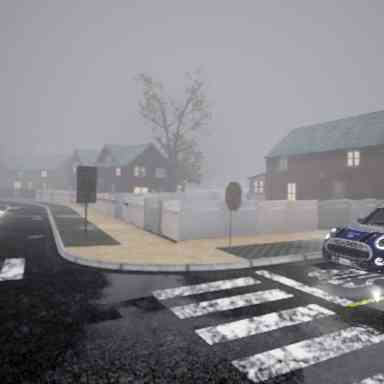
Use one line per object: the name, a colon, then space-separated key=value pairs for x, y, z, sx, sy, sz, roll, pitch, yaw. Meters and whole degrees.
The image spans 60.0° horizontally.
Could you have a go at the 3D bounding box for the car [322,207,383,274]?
car: x=5.923 y=1.180 z=9.386 sx=4.553 sy=1.767 sz=2.097 roll=0 pitch=1 yaw=-25
